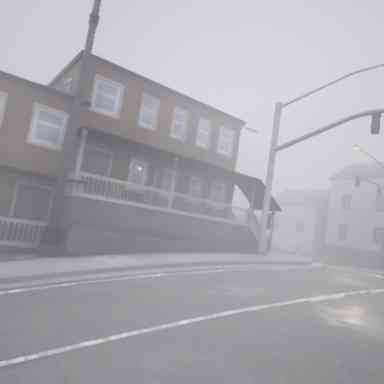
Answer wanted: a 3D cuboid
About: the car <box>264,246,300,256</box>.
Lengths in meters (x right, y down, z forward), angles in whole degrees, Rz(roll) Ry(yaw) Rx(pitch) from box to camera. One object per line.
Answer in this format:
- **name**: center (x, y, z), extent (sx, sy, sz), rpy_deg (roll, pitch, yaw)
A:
- **car**: center (7.209, 5.534, 29.158), extent (2.128, 1.511, 4.902), rpy_deg (13, -16, -34)
